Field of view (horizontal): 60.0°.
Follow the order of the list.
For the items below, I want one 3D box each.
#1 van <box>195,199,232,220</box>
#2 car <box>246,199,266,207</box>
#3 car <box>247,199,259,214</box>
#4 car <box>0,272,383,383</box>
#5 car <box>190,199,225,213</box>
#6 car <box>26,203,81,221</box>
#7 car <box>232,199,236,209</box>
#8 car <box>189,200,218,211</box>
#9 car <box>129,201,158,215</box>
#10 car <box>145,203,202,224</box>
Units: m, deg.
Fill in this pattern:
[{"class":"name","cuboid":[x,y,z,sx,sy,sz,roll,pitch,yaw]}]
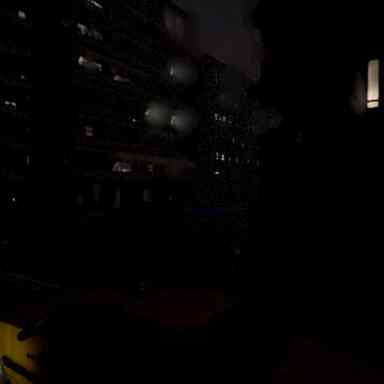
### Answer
[{"class":"van","cuboid":[1.828,1.634,31.745,1.690,1.788,3.998,1,0,36]},{"class":"car","cuboid":[11.455,1.956,59.009,1.802,1.307,4.206,1,0,36]},{"class":"car","cuboid":[8.378,1.824,40.664,1.967,1.590,4.097,1,0,36]},{"class":"car","cuboid":[-0.622,1.523,3.462,4.829,1.417,1.752,0,1,36]},{"class":"car","cuboid":[2.040,1.738,41.795,1.882,1.535,5.008,1,0,36]},{"class":"car","cuboid":[-11.475,1.607,27.793,2.008,1.369,4.403,1,0,36]},{"class":"car","cuboid":[4.905,1.724,50.090,1.967,1.590,4.097,1,0,36]},{"class":"car","cuboid":[1.628,1.821,45.631,1.802,1.307,4.206,1,0,36]},{"class":"car","cuboid":[-4.923,1.692,36.711,1.887,1.381,4.507,1,0,36]},{"class":"car","cuboid":[-1.451,1.813,27.285,1.947,1.339,4.313,1,0,36]}]
